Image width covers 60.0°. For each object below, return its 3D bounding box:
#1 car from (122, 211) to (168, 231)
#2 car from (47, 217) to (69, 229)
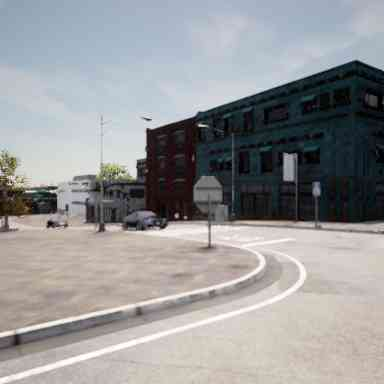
[{"bbox_3d":[-3.521,2.088,24.394,1.994,1.385,4.181,0,-4,-37],"label":"car"},{"bbox_3d":[-17.542,4.044,43.303,2.128,1.511,4.902,0,-5,-36],"label":"car"}]
